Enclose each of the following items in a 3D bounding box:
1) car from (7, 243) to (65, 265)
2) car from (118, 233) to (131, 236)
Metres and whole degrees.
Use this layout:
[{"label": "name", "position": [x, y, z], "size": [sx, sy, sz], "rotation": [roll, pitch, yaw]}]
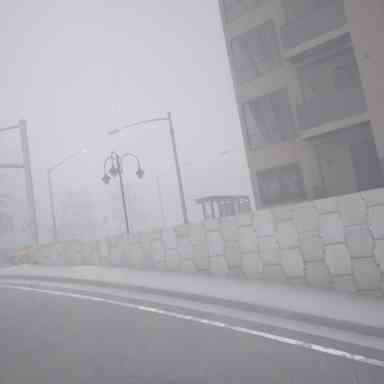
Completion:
[{"label": "car", "position": [-13.692, 5.362, 29.559], "size": [1.882, 1.535, 5.008], "rotation": [-14, -8, 35]}, {"label": "car", "position": [-7.851, 5.455, 37.491], "size": [1.895, 1.301, 4.718], "rotation": [-14, -8, 35]}]
